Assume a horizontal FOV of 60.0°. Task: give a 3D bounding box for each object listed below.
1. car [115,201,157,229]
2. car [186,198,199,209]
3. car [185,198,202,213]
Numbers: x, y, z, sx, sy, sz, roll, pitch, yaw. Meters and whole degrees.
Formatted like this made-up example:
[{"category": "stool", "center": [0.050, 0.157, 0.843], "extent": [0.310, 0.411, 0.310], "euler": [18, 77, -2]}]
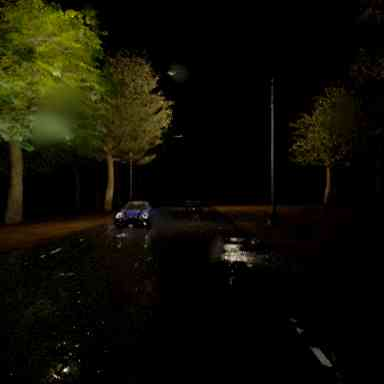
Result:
[{"category": "car", "center": [-3.537, 1.394, 21.575], "extent": [2.097, 1.767, 4.553], "euler": [0, 0, 0]}, {"category": "car", "center": [0.125, 1.653, 50.051], "extent": [1.882, 1.535, 5.008], "euler": [0, 0, 0]}, {"category": "car", "center": [0.199, 1.630, 39.575], "extent": [1.837, 1.490, 4.892], "euler": [0, 0, 0]}]
